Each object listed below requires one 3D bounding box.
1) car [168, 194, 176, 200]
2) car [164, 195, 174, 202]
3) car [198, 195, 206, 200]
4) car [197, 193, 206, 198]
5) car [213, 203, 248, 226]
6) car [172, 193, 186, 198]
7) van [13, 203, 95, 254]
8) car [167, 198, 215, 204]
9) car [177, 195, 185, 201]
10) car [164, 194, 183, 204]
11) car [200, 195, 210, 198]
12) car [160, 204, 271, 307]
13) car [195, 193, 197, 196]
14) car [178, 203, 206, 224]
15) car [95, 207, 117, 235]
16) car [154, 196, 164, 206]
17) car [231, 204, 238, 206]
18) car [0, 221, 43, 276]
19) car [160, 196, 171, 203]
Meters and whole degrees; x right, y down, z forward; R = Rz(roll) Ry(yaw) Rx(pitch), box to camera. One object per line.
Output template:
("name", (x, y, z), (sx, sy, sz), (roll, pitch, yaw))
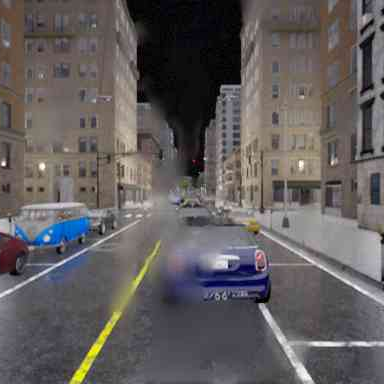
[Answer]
("car", (-5.379, 1.415, 90.611), (1.967, 1.590, 4.097), (0, 0, 0))
("car", (-5.381, 1.531, 79.248), (2.008, 1.369, 4.403), (0, 0, 0))
("car", (2.646, 1.541, 90.615), (1.947, 1.339, 4.313), (0, 0, 0))
("car", (2.644, 1.423, 73.569), (1.967, 1.590, 4.097), (0, 0, 0))
("car", (2.640, 1.546, 23.966), (2.008, 1.369, 4.403), (0, 0, 0))
("car", (-2.744, 1.206, 69.214), (2.150, 2.045, 5.566), (0, 0, 0))
("van", (-5.391, 1.338, 13.154), (1.690, 1.788, 3.998), (0, 0, 0))
("car", (0.079, 1.349, 15.642), (2.097, 1.767, 4.553), (0, 0, 0))
("car", (-2.742, 1.493, 82.799), (1.812, 1.442, 4.674), (0, 0, 0))
("car", (-2.835, 1.468, 51.597), (1.882, 1.535, 5.008), (0, 0, 0))
("car", (2.641, 1.541, 50.842), (2.008, 1.369, 4.403), (0, 0, 0))
("car", (0.314, 1.350, 8.213), (2.097, 1.767, 4.553), (0, 0, -5))
("car", (2.645, 1.292, 84.933), (2.192, 1.841, 5.009), (0, 0, 0))
("car", (0.020, 1.559, 25.304), (1.994, 1.385, 4.181), (0, 0, 0))
("car", (-5.389, 1.547, 18.560), (2.008, 1.369, 4.403), (0, 0, 0))
("car", (-5.383, 1.514, 56.353), (1.752, 1.417, 4.829), (0, 0, 0))
("car", (2.645, 1.522, 18.730), (1.752, 1.417, 4.829), (0, 0, 0))
("car", (-5.393, 1.580, 7.748), (1.802, 1.307, 4.206), (0, 0, 0))
("car", (-5.382, 1.551, 67.886), (1.947, 1.339, 4.313), (0, 0, 0))
